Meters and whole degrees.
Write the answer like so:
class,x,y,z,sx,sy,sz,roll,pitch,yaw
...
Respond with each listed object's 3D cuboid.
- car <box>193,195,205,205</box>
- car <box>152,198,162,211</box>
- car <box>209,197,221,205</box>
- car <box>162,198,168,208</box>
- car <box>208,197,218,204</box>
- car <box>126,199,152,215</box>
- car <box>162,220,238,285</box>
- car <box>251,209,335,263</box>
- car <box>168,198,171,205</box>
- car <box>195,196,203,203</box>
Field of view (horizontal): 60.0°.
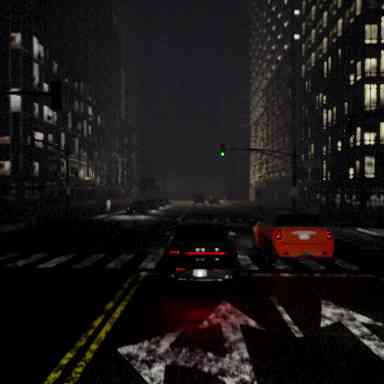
class,x,y,z,sx,sy,sz,roll,pitch,yaw
car,1.352,1.553,66.301,2.150,2.045,5.566,0,0,1
car,-5.676,1.718,45.729,1.837,1.490,4.892,0,0,1
car,4.644,1.874,67.560,1.812,1.442,4.674,0,0,1
car,-5.457,1.782,55.019,1.812,1.442,4.674,0,0,2
car,4.828,1.915,77.126,2.128,1.511,4.902,0,0,1
car,-5.866,1.694,36.462,1.812,1.442,4.674,0,0,1
car,0.243,1.575,9.711,1.837,1.490,4.892,0,-1,2
car,3.579,1.502,12.589,2.097,1.767,4.553,0,-2,1
car,-5.178,1.867,65.003,1.994,1.385,4.181,0,0,1
car,1.568,1.687,76.686,1.882,1.535,5.008,0,0,1
